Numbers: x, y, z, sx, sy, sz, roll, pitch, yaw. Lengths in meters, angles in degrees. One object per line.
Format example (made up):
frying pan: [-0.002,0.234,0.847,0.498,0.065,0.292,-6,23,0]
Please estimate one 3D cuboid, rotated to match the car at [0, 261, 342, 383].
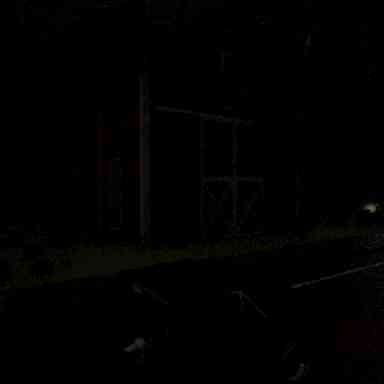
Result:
car: [-0.481,1.589,3.640,4.718,1.301,1.895,-1,0,-35]
